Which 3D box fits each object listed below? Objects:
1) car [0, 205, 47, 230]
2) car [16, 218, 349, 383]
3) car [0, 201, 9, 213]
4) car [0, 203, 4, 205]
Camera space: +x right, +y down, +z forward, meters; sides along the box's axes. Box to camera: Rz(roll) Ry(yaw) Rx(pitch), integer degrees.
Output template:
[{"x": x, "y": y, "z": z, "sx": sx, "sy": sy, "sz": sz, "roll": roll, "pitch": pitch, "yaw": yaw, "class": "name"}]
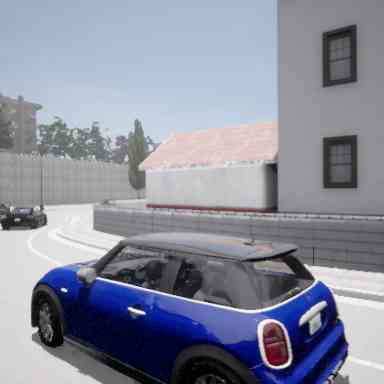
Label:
[{"x": -11.129, "y": 1.699, "z": 22.409, "sx": 1.994, "sy": 1.385, "sz": 4.181, "roll": 0, "pitch": 0, "yaw": -12, "class": "car"}, {"x": -0.384, "y": 1.371, "z": 4.731, "sx": 4.553, "sy": 1.767, "sz": 2.097, "roll": 0, "pitch": 0, "yaw": 40, "class": "car"}, {"x": -25.114, "y": 1.835, "z": 41.351, "sx": 4.181, "sy": 1.385, "sz": 1.994, "roll": 0, "pitch": 0, "yaw": 26, "class": "car"}, {"x": -15.582, "y": 1.675, "z": 25.897, "sx": 1.837, "sy": 1.490, "sz": 4.892, "roll": 0, "pitch": 0, "yaw": -15, "class": "car"}]
